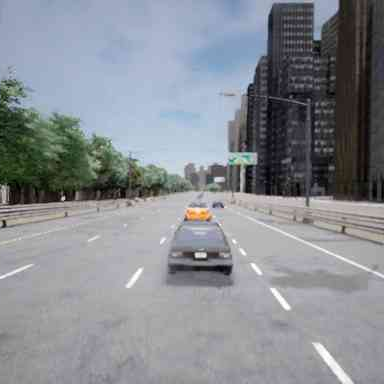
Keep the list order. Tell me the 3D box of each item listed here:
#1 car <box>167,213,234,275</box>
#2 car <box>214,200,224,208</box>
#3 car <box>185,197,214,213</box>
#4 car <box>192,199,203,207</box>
[{"bbox_3d":[0.254,1.652,10.854,2.033,1.411,5.357,1,-1,1],"label":"car"},{"bbox_3d":[4.603,2.079,58.960,1.812,1.442,4.674,1,0,1],"label":"car"},{"bbox_3d":[0.508,1.617,28.499,2.097,1.767,4.553,1,0,1],"label":"car"},{"bbox_3d":[1.070,2.076,62.509,2.033,1.411,5.357,1,0,1],"label":"car"}]
